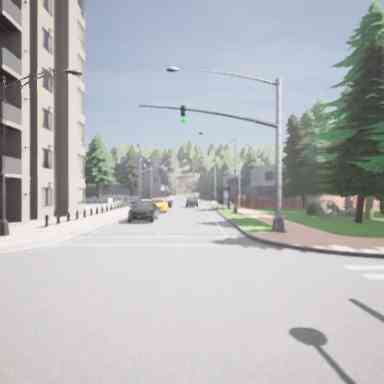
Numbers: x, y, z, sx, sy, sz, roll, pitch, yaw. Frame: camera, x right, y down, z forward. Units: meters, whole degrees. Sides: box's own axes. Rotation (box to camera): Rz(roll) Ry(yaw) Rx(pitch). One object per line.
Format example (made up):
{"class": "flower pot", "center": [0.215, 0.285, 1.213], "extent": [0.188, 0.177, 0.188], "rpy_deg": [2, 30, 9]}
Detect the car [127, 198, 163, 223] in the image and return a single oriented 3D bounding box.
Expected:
{"class": "car", "center": [-3.601, 1.411, 25.211], "extent": [1.882, 1.535, 5.008], "rpy_deg": [0, 0, 0]}

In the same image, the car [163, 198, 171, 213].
{"class": "car", "center": [-3.593, 1.386, 35.172], "extent": [1.882, 1.535, 5.008], "rpy_deg": [0, 0, 0]}

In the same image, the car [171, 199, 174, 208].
{"class": "car", "center": [-3.563, 1.484, 45.273], "extent": [1.895, 1.301, 4.718], "rpy_deg": [0, 0, 0]}

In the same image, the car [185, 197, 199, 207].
{"class": "car", "center": [-0.002, 1.431, 47.453], "extent": [2.033, 1.411, 5.357], "rpy_deg": [0, 0, 0]}
